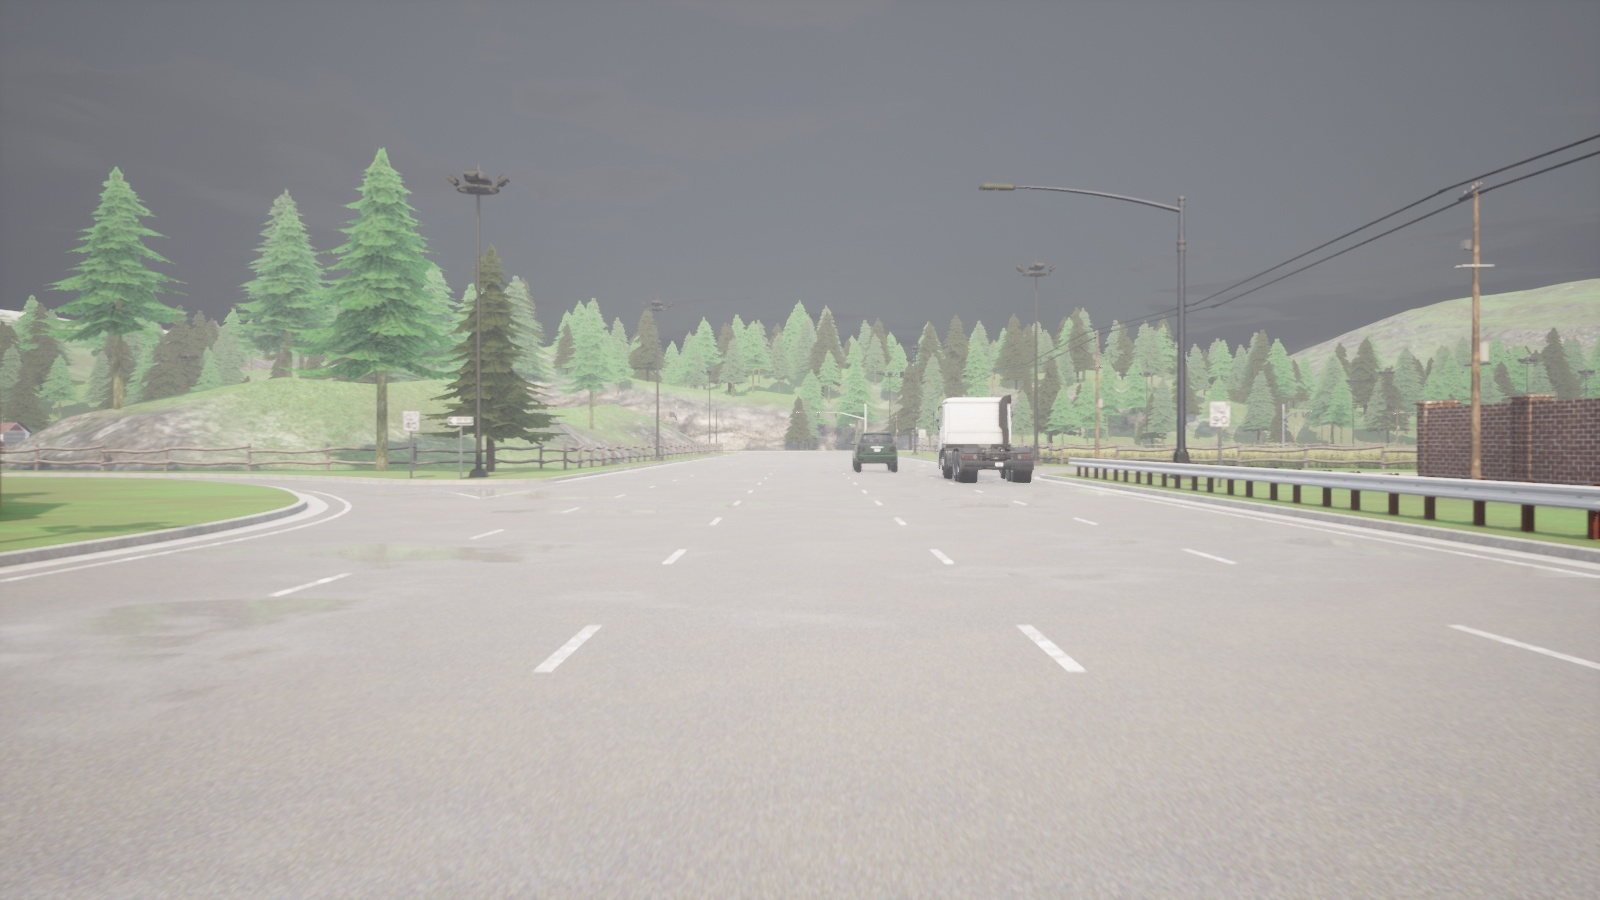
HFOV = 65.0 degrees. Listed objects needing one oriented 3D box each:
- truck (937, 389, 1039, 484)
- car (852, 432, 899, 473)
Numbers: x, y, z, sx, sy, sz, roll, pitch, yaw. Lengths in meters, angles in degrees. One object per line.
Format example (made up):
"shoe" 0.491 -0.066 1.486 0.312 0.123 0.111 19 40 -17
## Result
"truck" 7.293 -0.513 49.802 2.891 3.462 7.936 0 0 0
"car" 3.880 0.095 65.695 2.150 2.045 5.566 0 0 0
